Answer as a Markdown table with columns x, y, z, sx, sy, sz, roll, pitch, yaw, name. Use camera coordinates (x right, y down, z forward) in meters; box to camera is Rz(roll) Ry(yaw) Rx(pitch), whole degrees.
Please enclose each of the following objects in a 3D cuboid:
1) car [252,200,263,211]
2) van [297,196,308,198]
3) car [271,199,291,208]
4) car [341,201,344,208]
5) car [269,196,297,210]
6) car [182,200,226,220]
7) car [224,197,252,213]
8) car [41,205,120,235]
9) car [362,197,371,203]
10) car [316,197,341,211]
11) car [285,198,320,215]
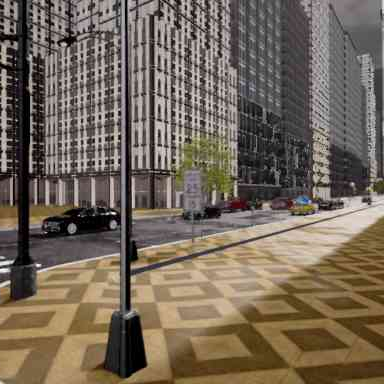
| x | y | z | sx | sy | sz | roll | pitch | yaw | name |
| --- | --- | --- | --- | --- | --- | --- | --- | --- | --- |
| 8.147 | 1.762 | 44.924 | 1.947 | 1.339 | 4.313 | 0 | 0 | 35 | car |
| 21.061 | 1.604 | 63.705 | 1.690 | 1.788 | 3.998 | 0 | 0 | 35 | van |
| 14.604 | 1.813 | 54.312 | 1.802 | 1.307 | 4.206 | 0 | 0 | 35 | car |
| 21.509 | 1.751 | 49.564 | 2.008 | 1.369 | 4.403 | 0 | 0 | 35 | car |
| 12.541 | 1.550 | 46.588 | 2.097 | 1.767 | 4.553 | 0 | 0 | 35 | car |
| 0.899 | 1.688 | 29.802 | 1.994 | 1.385 | 4.181 | 0 | 0 | 35 | car |
| 4.918 | 1.491 | 40.233 | 2.192 | 1.841 | 5.009 | -1 | -1 | 35 | car |
| -6.273 | 1.575 | 19.387 | 1.837 | 1.490 | 4.892 | 0 | 0 | 35 | car |
| 40.880 | 1.848 | 77.730 | 1.947 | 1.339 | 4.313 | 0 | 0 | 35 | car |
| 18.281 | 1.750 | 44.870 | 1.947 | 1.339 | 4.313 | 0 | 0 | 35 | car |
| 11.920 | 1.672 | 35.622 | 1.752 | 1.417 | 4.829 | 0 | 0 | 35 | car |
